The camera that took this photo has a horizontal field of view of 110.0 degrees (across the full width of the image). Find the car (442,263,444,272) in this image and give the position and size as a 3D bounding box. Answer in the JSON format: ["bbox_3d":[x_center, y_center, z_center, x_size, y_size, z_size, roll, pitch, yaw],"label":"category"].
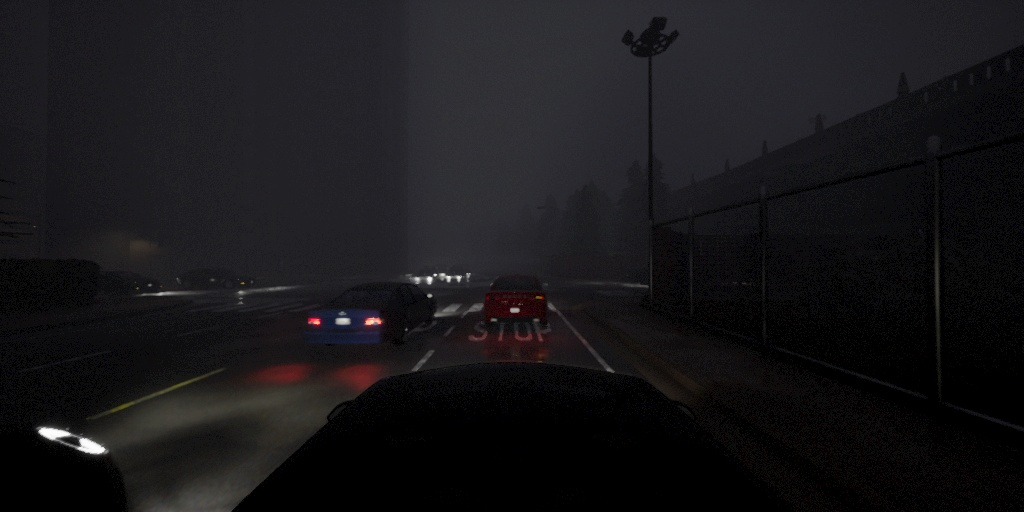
[{"bbox_3d":[-10.765,1.883,54.851,2.128,1.511,4.902,0,-1,-3],"label":"car"}]

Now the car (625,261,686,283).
[{"bbox_3d":[13.234,1.402,32.660,5.566,2.045,2.150,0,-1,0],"label":"car"}]

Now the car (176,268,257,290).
[{"bbox_3d":[-20.939,1.597,25.534,4.892,1.490,1.837,0,-1,0],"label":"car"}]

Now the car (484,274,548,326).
[{"bbox_3d":[0.223,1.355,12.279,1.882,1.535,5.008,0,-1,3],"label":"car"}]

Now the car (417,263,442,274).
[{"bbox_3d":[-10.572,1.880,45.534,1.895,1.301,4.718,0,-1,0],"label":"car"}]

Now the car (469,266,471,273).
[{"bbox_3d":[-7.312,1.916,54.671,1.812,1.442,4.674,0,0,-3],"label":"car"}]

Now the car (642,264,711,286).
[{"bbox_3d":[13.578,1.642,29.155,4.892,1.490,1.837,0,-1,0],"label":"car"}]

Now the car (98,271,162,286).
[{"bbox_3d":[-24.233,1.614,22.042,4.181,1.385,1.994,0,-1,0],"label":"car"}]

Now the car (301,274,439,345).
[{"bbox_3d":[-3.407,1.394,9.738,2.033,1.411,5.357,0,-1,0],"label":"car"}]

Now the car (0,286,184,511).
[{"bbox_3d":[-3.402,1.084,0.264,2.097,1.767,4.553,0,-1,0],"label":"car"}]

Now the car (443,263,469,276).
[{"bbox_3d":[-7.085,1.848,45.906,1.994,1.385,4.181,0,-1,0],"label":"car"}]

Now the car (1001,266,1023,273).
[{"bbox_3d":[43.418,1.687,32.477,4.892,1.490,1.837,1,-1,2],"label":"car"}]

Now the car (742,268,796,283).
[{"bbox_3d":[23.271,1.744,32.623,4.181,1.385,1.994,0,-1,1],"label":"car"}]
